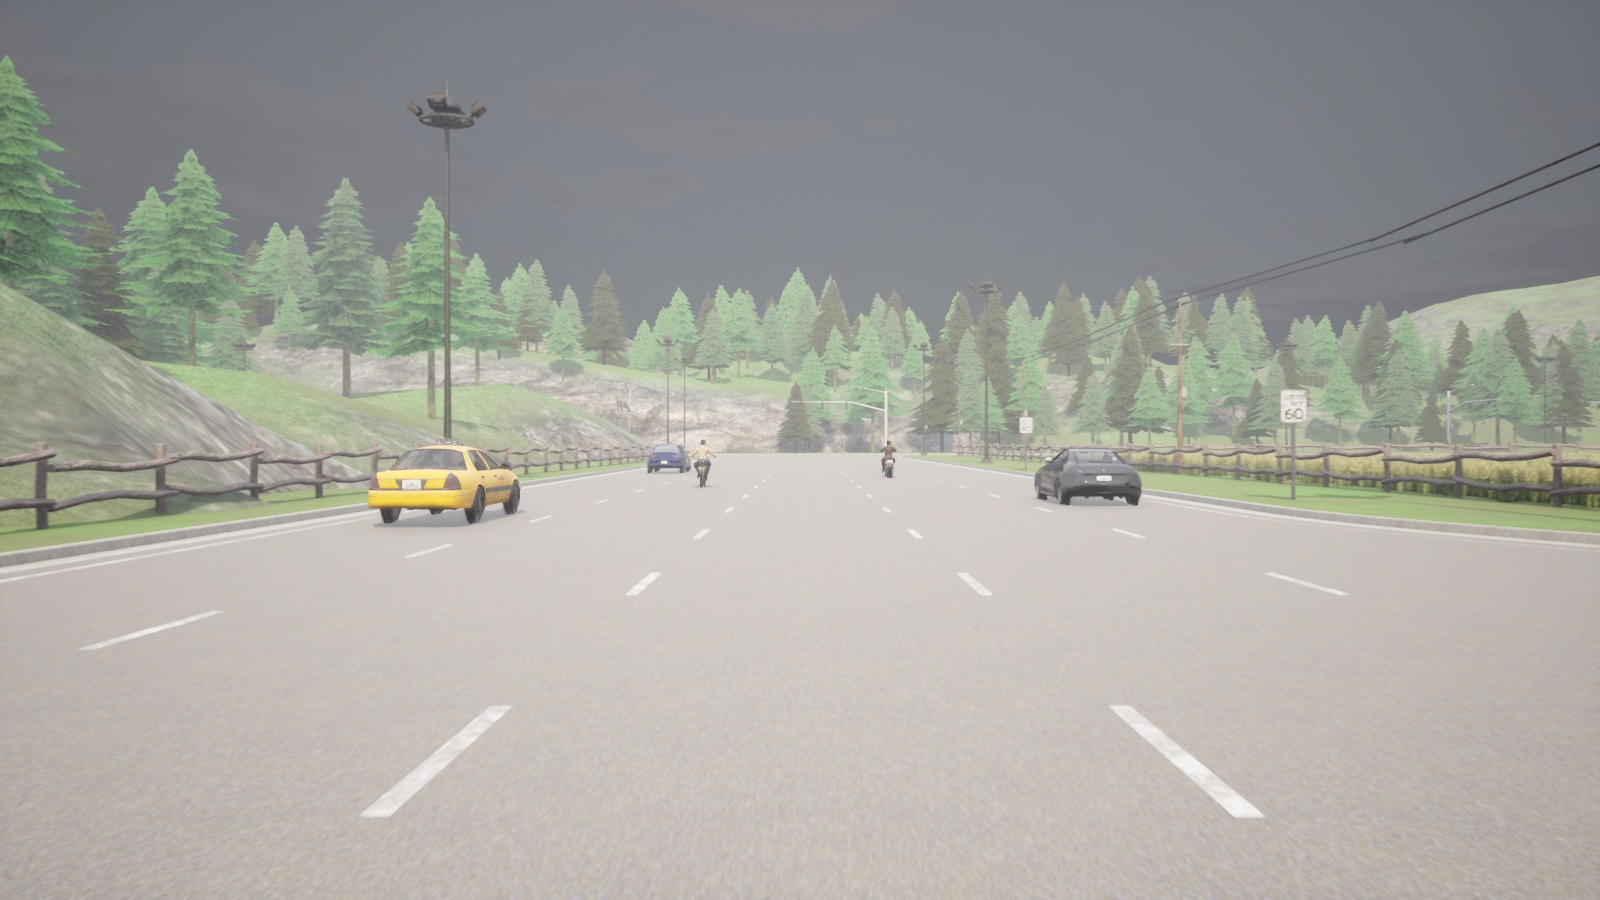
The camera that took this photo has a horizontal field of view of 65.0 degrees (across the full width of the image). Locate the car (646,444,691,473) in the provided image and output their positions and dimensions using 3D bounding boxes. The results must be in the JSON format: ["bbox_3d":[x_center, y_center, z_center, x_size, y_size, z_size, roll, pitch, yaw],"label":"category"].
[{"bbox_3d":[-6.627,0.408,63.712,1.812,1.442,4.674,0,0,0],"label":"car"}]

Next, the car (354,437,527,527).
[{"bbox_3d":[-6.846,0.542,24.556,1.801,1.575,5.366,0,0,0],"label":"car"}]

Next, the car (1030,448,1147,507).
[{"bbox_3d":[7.195,0.637,31.745,1.994,1.385,4.181,0,0,0],"label":"car"}]

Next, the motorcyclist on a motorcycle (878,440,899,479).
[{"bbox_3d":[3.824,0.392,54.559,0.766,1.649,2.350,0,0,0],"label":"motorcyclist on a motorcycle"}]

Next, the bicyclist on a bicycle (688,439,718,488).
[{"bbox_3d":[-3.251,0.443,42.133,0.866,1.612,1.509,0,0,1],"label":"bicyclist on a bicycle"}]
